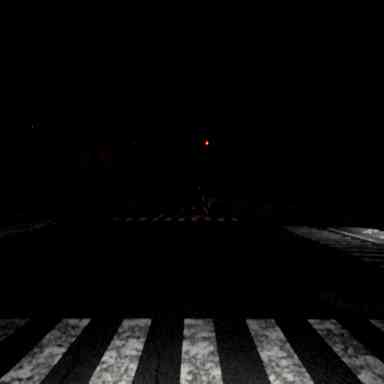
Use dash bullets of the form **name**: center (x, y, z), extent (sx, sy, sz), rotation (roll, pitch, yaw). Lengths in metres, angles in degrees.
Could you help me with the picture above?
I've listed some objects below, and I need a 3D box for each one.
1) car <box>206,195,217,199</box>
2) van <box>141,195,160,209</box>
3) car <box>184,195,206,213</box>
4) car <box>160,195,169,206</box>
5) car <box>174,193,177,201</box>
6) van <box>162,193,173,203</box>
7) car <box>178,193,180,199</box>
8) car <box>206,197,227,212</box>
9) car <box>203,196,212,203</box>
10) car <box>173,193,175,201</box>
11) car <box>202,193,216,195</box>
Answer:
- **car**: center (3.027, 1.501, 43.344), extent (1.752, 1.417, 4.829), rotation (0, 0, 1)
- **van**: center (-5.500, 1.317, 43.254), extent (1.690, 1.788, 3.998), rotation (0, 0, 1)
- **car**: center (0.235, 1.470, 37.379), extent (2.128, 1.511, 4.902), rotation (0, 0, 1)
- **car**: center (-5.394, 1.538, 54.278), extent (1.947, 1.339, 4.313), rotation (0, 0, 1)
- **car**: center (-5.182, 1.280, 76.328), extent (2.192, 1.841, 5.009), rotation (0, 0, 1)
- **van**: center (-5.288, 1.309, 65.303), extent (1.690, 1.788, 3.998), rotation (0, 0, 1)
- **car**: center (-5.076, 1.276, 87.353), extent (2.192, 1.841, 5.009), rotation (0, 0, 1)
- **car**: center (2.972, 1.529, 37.661), extent (2.008, 1.369, 4.403), rotation (0, 0, 1)
- **car**: center (3.291, 1.491, 70.909), extent (1.752, 1.417, 4.829), rotation (0, 0, 1)
- **car**: center (-5.235, 1.511, 70.816), extent (1.887, 1.381, 4.507), rotation (0, 0, 1)
- **car**: center (3.131, 1.287, 54.200), extent (2.192, 1.841, 5.009), rotation (0, 0, 1)
